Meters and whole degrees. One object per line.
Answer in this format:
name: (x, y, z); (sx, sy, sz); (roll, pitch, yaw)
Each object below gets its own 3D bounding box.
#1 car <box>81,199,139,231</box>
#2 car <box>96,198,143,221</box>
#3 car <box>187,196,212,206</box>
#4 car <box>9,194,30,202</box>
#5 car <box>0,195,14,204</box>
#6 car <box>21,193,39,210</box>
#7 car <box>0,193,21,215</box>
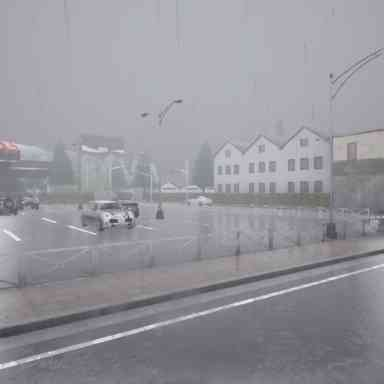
car: (-4.667, 1.248, 18.340); (1.970, 1.475, 3.806); (0, 0, -36)
car: (-5.781, 1.313, 26.205); (2.007, 1.523, 4.514); (0, 0, -36)
car: (1.158, 1.349, 49.294); (1.812, 1.442, 4.674); (0, 0, -35)
car: (-38.211, 1.328, 73.753); (3.866, 1.878, 1.905); (0, 0, -36)
car: (-38.452, 1.495, 66.625); (4.611, 1.667, 2.242); (0, 0, -36)
car: (-19.144, 1.092, 38.634); (1.905, 1.878, 3.866); (0, 0, -36)
car: (-17.247, 1.113, 30.321); (1.932, 1.855, 4.605); (0, 0, -36)
